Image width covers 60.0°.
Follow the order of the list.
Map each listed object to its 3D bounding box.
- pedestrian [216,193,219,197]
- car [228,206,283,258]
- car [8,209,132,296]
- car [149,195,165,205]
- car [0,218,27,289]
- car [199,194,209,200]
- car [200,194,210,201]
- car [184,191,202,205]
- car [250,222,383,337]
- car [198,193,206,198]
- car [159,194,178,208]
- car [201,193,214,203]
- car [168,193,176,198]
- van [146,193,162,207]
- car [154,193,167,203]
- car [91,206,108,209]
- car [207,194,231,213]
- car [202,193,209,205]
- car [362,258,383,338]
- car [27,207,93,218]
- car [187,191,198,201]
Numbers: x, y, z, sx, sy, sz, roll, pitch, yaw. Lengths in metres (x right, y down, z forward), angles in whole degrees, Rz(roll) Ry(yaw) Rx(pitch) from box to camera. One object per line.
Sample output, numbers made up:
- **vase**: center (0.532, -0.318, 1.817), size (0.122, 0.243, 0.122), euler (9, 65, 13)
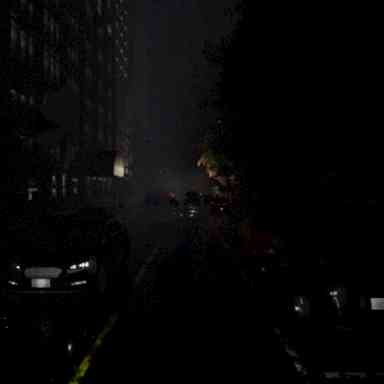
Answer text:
- **pedestrian**: center (2.759, 1.061, 36.096), size (0.375, 1.860, 0.375), euler (0, 0, 0)
- **car**: center (2.569, 1.447, 12.262), size (1.752, 1.417, 4.829), euler (0, 0, 0)
- **car**: center (-2.833, 1.435, 8.712), size (2.128, 1.511, 4.902), euler (0, 0, 0)
- **car**: center (-5.302, 1.219, 50.916), size (2.008, 1.369, 4.403), euler (0, 0, 0)
- **car**: center (-5.313, 1.399, 6.556), size (1.967, 1.590, 4.097), euler (0, 0, 0)
- **car**: center (2.584, 1.061, 73.089), size (1.887, 1.381, 4.507), euler (0, 0, 0)
- **car**: center (2.583, 1.120, 67.544), size (1.947, 1.339, 4.313), euler (0, 0, 0)
- **car**: center (0.022, 0.898, 49.713), size (2.150, 2.045, 5.566), euler (0, 0, 0)
- **car**: center (2.567, 1.524, 6.547), size (1.947, 1.339, 4.313), euler (0, 0, 0)
- **car**: center (2.588, 0.949, 89.724), size (2.008, 1.369, 4.403), euler (0, 0, 0)
- **car**: center (-2.826, 1.283, 43.286), size (1.994, 1.385, 4.181), euler (0, 0, 0)
- **car**: center (2.580, 1.071, 56.453), size (1.967, 1.590, 4.097), euler (0, 0, 0)
- **car**: center (-5.292, 0.943, 89.729), size (1.887, 1.381, 4.507), euler (0, 0, 0)
- **van**: center (-5.303, 1.047, 45.370), size (1.690, 1.788, 3.998), euler (0, 0, 0)
- **car**: center (-5.300, 1.071, 56.460), size (1.967, 1.590, 4.097), euler (0, 0, 0)
- **car**: center (-5.310, 1.454, 17.647), size (1.947, 1.339, 4.313), euler (0, 0, 0)
- **car**: center (2.758, 1.292, 33.150), size (1.837, 1.490, 4.892), euler (0, 0, 0)
- **car**: center (2.579, 1.213, 50.909), size (1.887, 1.381, 4.507), euler (0, 0, 0)
- **car**: center (2.566, 1.433, 1.001), size (1.967, 1.590, 4.097), euler (0, 0, 0)
- **car**: center (-5.312, 1.468, 12.102), size (1.887, 1.381, 4.507), euler (0, 0, 0)
- **car**: center (0.017, 0.797, 67.254), size (2.150, 2.045, 5.566), euler (0, 0, 0)
